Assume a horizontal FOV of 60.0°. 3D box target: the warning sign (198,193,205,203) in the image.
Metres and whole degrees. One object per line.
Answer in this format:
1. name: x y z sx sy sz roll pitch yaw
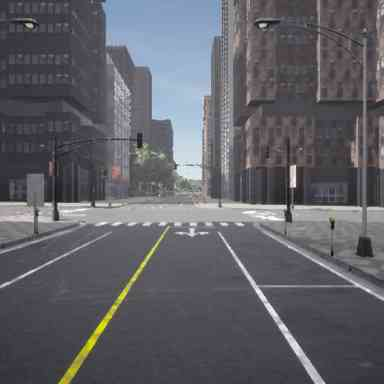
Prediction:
1. warning sign: 1.690 1.129 61.348 1.300 1.860 1.060 0 0 0
